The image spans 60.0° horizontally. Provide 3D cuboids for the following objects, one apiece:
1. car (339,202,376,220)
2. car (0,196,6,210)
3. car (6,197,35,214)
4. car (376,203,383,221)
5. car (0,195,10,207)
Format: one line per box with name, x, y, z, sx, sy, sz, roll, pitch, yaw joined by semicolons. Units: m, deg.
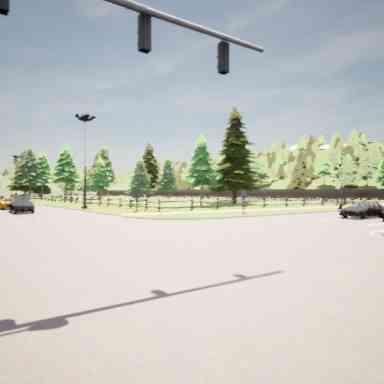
car;14.945;1.544;28.741;5.357;1.411;2.033;0;0;-35
car;-23.550;1.472;42.861;1.882;1.535;5.008;0;0;-36
car;-17.951;1.473;35.096;1.882;1.535;5.008;0;0;-36
car;16.306;1.560;25.419;4.181;1.385;1.994;0;0;-36
car;-29.425;1.346;51.099;2.097;1.767;4.553;0;0;-36
